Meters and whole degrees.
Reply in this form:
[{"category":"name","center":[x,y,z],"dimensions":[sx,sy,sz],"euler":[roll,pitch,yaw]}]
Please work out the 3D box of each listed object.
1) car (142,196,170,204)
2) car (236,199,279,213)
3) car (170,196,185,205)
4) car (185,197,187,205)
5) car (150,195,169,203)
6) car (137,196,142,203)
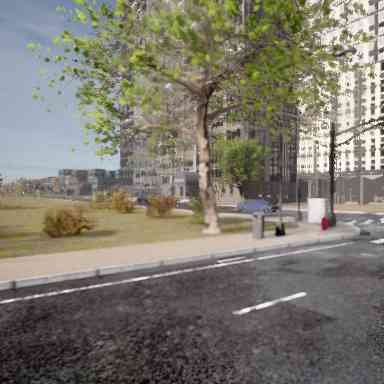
[{"category":"car","center":[-6.012,1.432,54.959],"dimensions":[1.994,1.385,4.181],"euler":[1,-1,-33]},{"category":"car","center":[7.026,1.449,35.388],"dimensions":[2.033,1.411,5.357],"euler":[1,0,-34]},{"category":"car","center":[-3.678,1.435,57.464],"dimensions":[1.812,1.442,4.674],"euler":[1,0,-33]},{"category":"car","center":[-1.183,1.551,59.531],"dimensions":[1.895,1.301,4.718],"euler":[1,0,-34]},{"category":"car","center":[-6.725,1.461,67.821],"dimensions":[1.812,1.442,4.674],"euler":[1,0,-34]},{"category":"car","center":[-9.427,1.457,66.014],"dimensions":[1.994,1.385,4.181],"euler":[1,0,-34]}]
